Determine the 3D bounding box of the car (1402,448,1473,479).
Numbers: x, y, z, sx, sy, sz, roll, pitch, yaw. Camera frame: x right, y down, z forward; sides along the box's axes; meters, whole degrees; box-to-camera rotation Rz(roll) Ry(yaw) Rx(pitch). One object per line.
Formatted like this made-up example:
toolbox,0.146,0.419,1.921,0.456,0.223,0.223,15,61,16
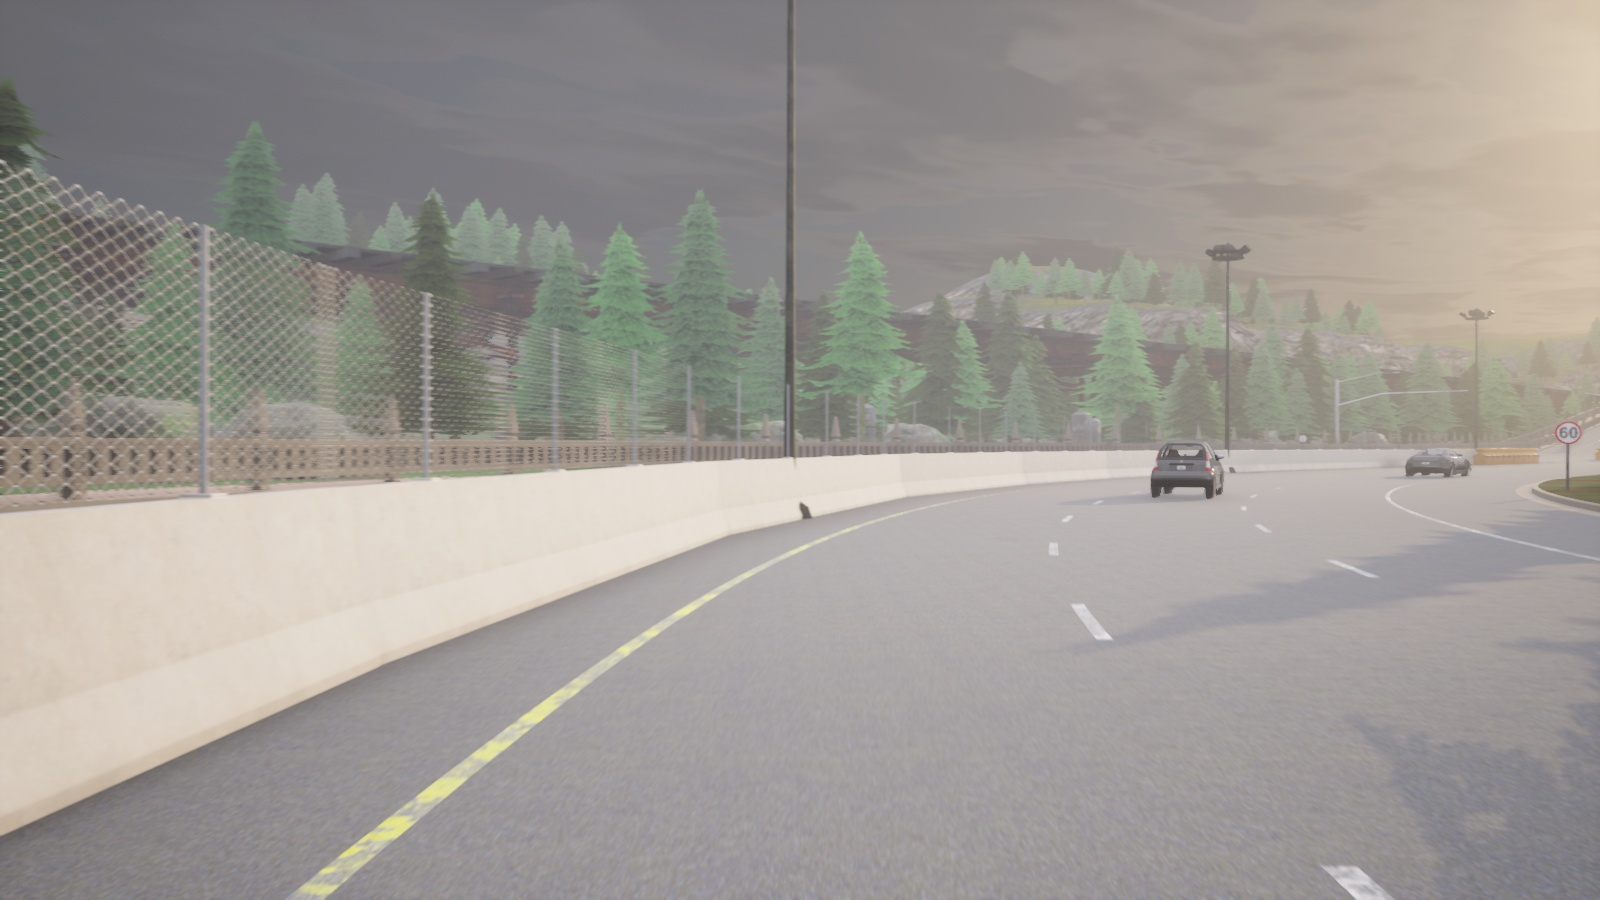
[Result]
car,29.908,0.619,58.867,1.994,1.385,4.181,1,0,42

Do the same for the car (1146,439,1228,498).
car,11.251,0.493,36.329,1.851,1.617,3.988,0,0,23
